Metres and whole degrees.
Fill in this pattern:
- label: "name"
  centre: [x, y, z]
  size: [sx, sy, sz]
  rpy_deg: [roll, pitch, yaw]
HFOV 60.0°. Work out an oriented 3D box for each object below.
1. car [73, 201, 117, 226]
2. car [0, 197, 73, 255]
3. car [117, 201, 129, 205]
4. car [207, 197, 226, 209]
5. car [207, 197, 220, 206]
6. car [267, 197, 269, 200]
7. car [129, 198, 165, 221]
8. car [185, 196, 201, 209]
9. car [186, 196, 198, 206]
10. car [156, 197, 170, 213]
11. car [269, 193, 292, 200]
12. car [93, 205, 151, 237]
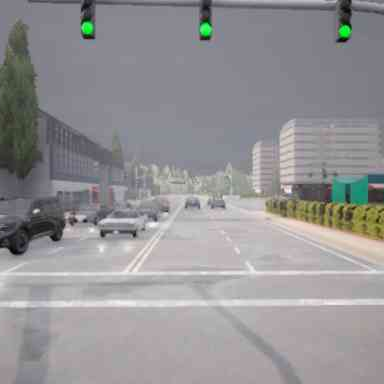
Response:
- label: "car"
  centre: [-7.106, 1.506, 23.611]
  size: [2.128, 1.511, 4.902]
  rpy_deg: [0, 0, 0]
- label: "car"
  centre: [-7.117, 1.230, 13.723]
  size: [2.150, 2.045, 5.566]
  rpy_deg: [0, 0, 1]
- label: "car"
  centre: [-7.099, 1.584, 33.568]
  size: [1.994, 1.385, 4.181]
  rpy_deg: [0, 0, 0]
- label: "car"
  centre: [3.489, 1.518, 44.942]
  size: [2.128, 1.511, 4.902]
  rpy_deg: [0, 0, 0]
- label: "car"
  centre: [3.486, 1.558, 55.218]
  size: [1.812, 1.442, 4.674]
  rpy_deg: [0, 0, 0]
- label: "car"
  centre: [17.752, 1.192, 68.114]
  size: [4.605, 1.855, 1.932]
  rpy_deg: [0, 0, -2]
- label: "car"
  centre: [-3.605, 1.521, 27.379]
  size: [1.837, 1.490, 4.892]
  rpy_deg: [0, 0, 0]
- label: "car"
  centre: [0.085, 1.379, 45.427]
  size: [2.097, 1.767, 4.553]
  rpy_deg: [0, 0, 0]
- label: "car"
  centre: [-0.011, 1.510, 55.207]
  size: [1.882, 1.535, 5.008]
  rpy_deg: [0, 0, 0]
- label: "car"
  centre: [-3.593, 1.374, 37.243]
  size: [2.097, 1.767, 4.553]
  rpy_deg: [0, 0, 0]
- label: "car"
  centre: [17.772, 1.194, 65.219]
  size: [3.866, 1.878, 1.905]
  rpy_deg: [0, 0, -2]
- label: "car"
  centre: [-3.605, 1.612, 18.064]
  size: [1.895, 1.301, 4.718]
  rpy_deg: [0, 0, 0]
